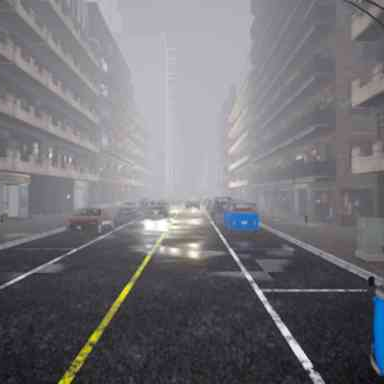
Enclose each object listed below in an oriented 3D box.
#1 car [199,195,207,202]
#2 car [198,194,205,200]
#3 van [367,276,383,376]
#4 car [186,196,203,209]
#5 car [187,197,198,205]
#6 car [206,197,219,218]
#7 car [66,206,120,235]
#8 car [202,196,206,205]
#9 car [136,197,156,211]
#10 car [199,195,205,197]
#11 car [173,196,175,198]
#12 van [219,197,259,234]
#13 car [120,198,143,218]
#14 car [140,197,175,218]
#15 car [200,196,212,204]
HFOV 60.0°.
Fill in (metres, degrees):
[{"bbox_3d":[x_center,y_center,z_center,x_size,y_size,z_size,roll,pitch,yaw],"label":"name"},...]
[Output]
[{"bbox_3d":[2.685,1.481,81.493,1.967,1.590,4.097,0,0,0],"label":"car"},{"bbox_3d":[2.684,1.492,92.858,1.967,1.590,4.097,0,0,0],"label":"car"},{"bbox_3d":[2.693,1.341,1.940,1.690,1.788,3.998,0,0,0],"label":"van"},{"bbox_3d":[0.096,1.615,45.407,1.895,1.301,4.718,0,0,0],"label":"car"},{"bbox_3d":[0.094,1.627,62.788,1.895,1.301,4.718,0,0,0],"label":"car"},{"bbox_3d":[2.690,1.323,30.352,2.192,1.841,5.009,0,0,0],"label":"car"},{"bbox_3d":[-5.690,1.549,18.984,1.887,1.381,4.507,0,0,0],"label":"car"},{"bbox_3d":[2.688,1.579,41.716,1.947,1.339,4.313,0,0,0],"label":"car"},{"bbox_3d":[-5.692,1.453,41.713,1.967,1.590,4.097,0,0,0],"label":"car"},{"bbox_3d":[2.687,1.574,58.764,2.008,1.369,4.403,0,0,0],"label":"car"},{"bbox_3d":[-5.697,1.634,92.855,1.802,1.307,4.206,0,0,0],"label":"car"},{"bbox_3d":[2.691,1.345,18.987,1.690,1.788,3.998,0,0,0],"label":"van"},{"bbox_3d":[-5.691,1.559,30.349,2.008,1.369,4.403,0,0,0],"label":"car"},{"bbox_3d":[-3.014,1.501,30.195,2.128,1.511,4.902,0,0,0],"label":"car"},{"bbox_3d":[2.687,1.578,64.446,2.008,1.369,4.403,0,0,0],"label":"car"}]
